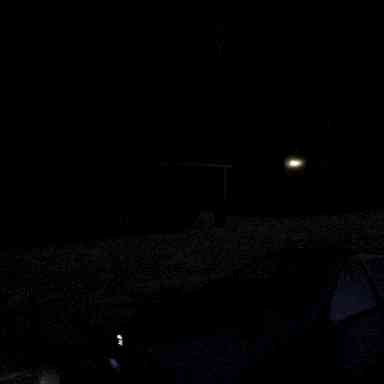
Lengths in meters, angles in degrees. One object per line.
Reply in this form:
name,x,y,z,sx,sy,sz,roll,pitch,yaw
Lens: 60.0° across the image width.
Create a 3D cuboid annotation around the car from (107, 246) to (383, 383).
car,1.682,1.521,4.555,5.357,1.411,2.033,0,0,-35
